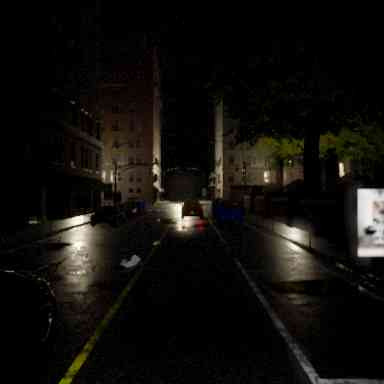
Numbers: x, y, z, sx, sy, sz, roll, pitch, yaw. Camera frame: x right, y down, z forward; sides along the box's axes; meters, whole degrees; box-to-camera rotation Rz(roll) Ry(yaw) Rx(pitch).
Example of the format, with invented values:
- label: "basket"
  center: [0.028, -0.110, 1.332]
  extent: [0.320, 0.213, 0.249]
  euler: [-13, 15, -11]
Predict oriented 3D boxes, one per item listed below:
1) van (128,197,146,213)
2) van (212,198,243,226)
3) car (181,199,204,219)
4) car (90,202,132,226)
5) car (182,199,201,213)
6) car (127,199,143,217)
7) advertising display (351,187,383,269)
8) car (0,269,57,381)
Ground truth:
- label: "van"
  center: [-5.909, 1.441, 35.143]
  extent: [1.690, 1.788, 3.998]
  euler: [0, 0, 0]
- label: "van"
  center: [2.634, 1.414, 23.848]
  extent: [1.690, 1.788, 3.998]
  euler: [0, 0, 0]
- label: "car"
  center: [0.031, 1.566, 30.077]
  extent: [1.882, 1.535, 5.008]
  euler: [0, 0, 0]
- label: "car"
  center: [-5.892, 1.639, 23.822]
  extent: [1.947, 1.339, 4.313]
  euler: [0, 0, 0]
- label: "car"
  center: [-0.063, 1.599, 39.496]
  extent: [2.128, 1.511, 4.902]
  euler: [0, 0, 0]
- label: "car"
  center: [-5.901, 1.631, 29.482]
  extent: [1.887, 1.381, 4.507]
  euler: [0, 0, 0]
- label: "advertising display"
  center: [5.615, 1.059, 9.998]
  extent: [1.540, 2.440, 0.280]
  euler: [0, 0, 0]
- label: "car"
  center: [-3.106, 1.577, 3.535]
  extent: [1.994, 1.385, 4.181]
  euler: [0, 0, 0]
